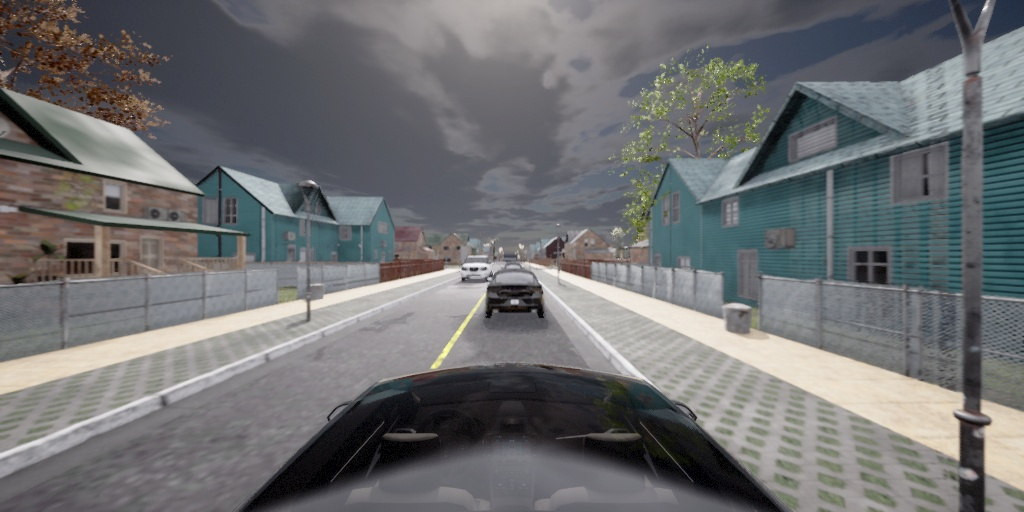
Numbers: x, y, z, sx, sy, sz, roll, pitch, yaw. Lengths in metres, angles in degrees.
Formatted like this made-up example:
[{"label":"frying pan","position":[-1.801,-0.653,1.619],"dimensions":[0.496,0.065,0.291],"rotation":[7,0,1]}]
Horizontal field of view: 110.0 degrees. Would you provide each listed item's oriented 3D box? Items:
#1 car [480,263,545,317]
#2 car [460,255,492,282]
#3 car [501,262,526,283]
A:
[{"label":"car","position":[0.091,1.200,13.055],"dimensions":[1.882,1.535,5.008],"rotation":[0,0,0]},{"label":"car","position":[-2.843,0.963,29.473],"dimensions":[2.150,2.045,5.566],"rotation":[0,0,0]},{"label":"car","position":[0.091,1.265,28.499],"dimensions":[1.812,1.442,4.674],"rotation":[0,0,0]}]
